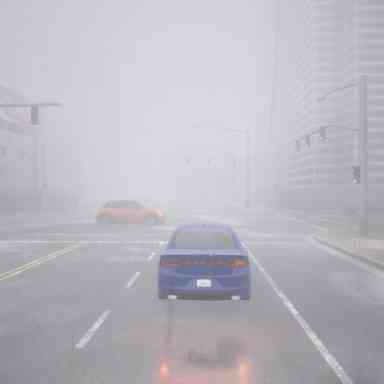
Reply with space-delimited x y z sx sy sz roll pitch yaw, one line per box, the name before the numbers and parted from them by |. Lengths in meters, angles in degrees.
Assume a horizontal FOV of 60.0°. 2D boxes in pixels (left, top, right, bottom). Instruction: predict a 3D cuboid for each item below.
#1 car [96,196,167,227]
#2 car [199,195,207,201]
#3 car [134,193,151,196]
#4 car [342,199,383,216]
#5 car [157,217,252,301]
car | -3.953 1.350 22.206 4.553 1.767 2.097 0 0 1
car | 2.762 1.524 86.201 1.812 1.442 4.674 0 0 2
car | -8.831 1.221 55.520 2.150 2.045 5.566 0 0 2
car | 17.226 1.505 32.333 4.892 1.490 1.837 0 0 2
car | 0.308 1.478 8.424 1.882 1.535 5.008 0 0 2
